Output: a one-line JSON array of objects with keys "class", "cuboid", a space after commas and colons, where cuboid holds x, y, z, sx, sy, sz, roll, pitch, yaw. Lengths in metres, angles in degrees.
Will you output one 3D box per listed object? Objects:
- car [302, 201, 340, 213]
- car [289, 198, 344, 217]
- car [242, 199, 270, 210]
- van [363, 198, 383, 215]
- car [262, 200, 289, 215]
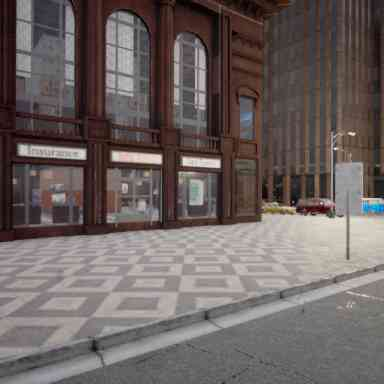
[{"class": "car", "cuboid": [16.308, 1.898, 42.170, 1.802, 1.307, 4.206, -1, 0, -35]}, {"class": "car", "cuboid": [12.595, 1.522, 32.650, 2.192, 1.841, 5.009, 0, 0, -35]}, {"class": "car", "cuboid": [9.813, 1.893, 51.355, 1.967, 1.590, 4.097, -1, 0, -35]}, {"class": "van", "cuboid": [19.551, 1.589, 37.579, 1.690, 1.788, 3.998, -1, 0, -35]}, {"class": "car", "cuboid": [9.449, 1.799, 37.103, 1.752, 1.417, 4.829, 0, 0, -35]}]
